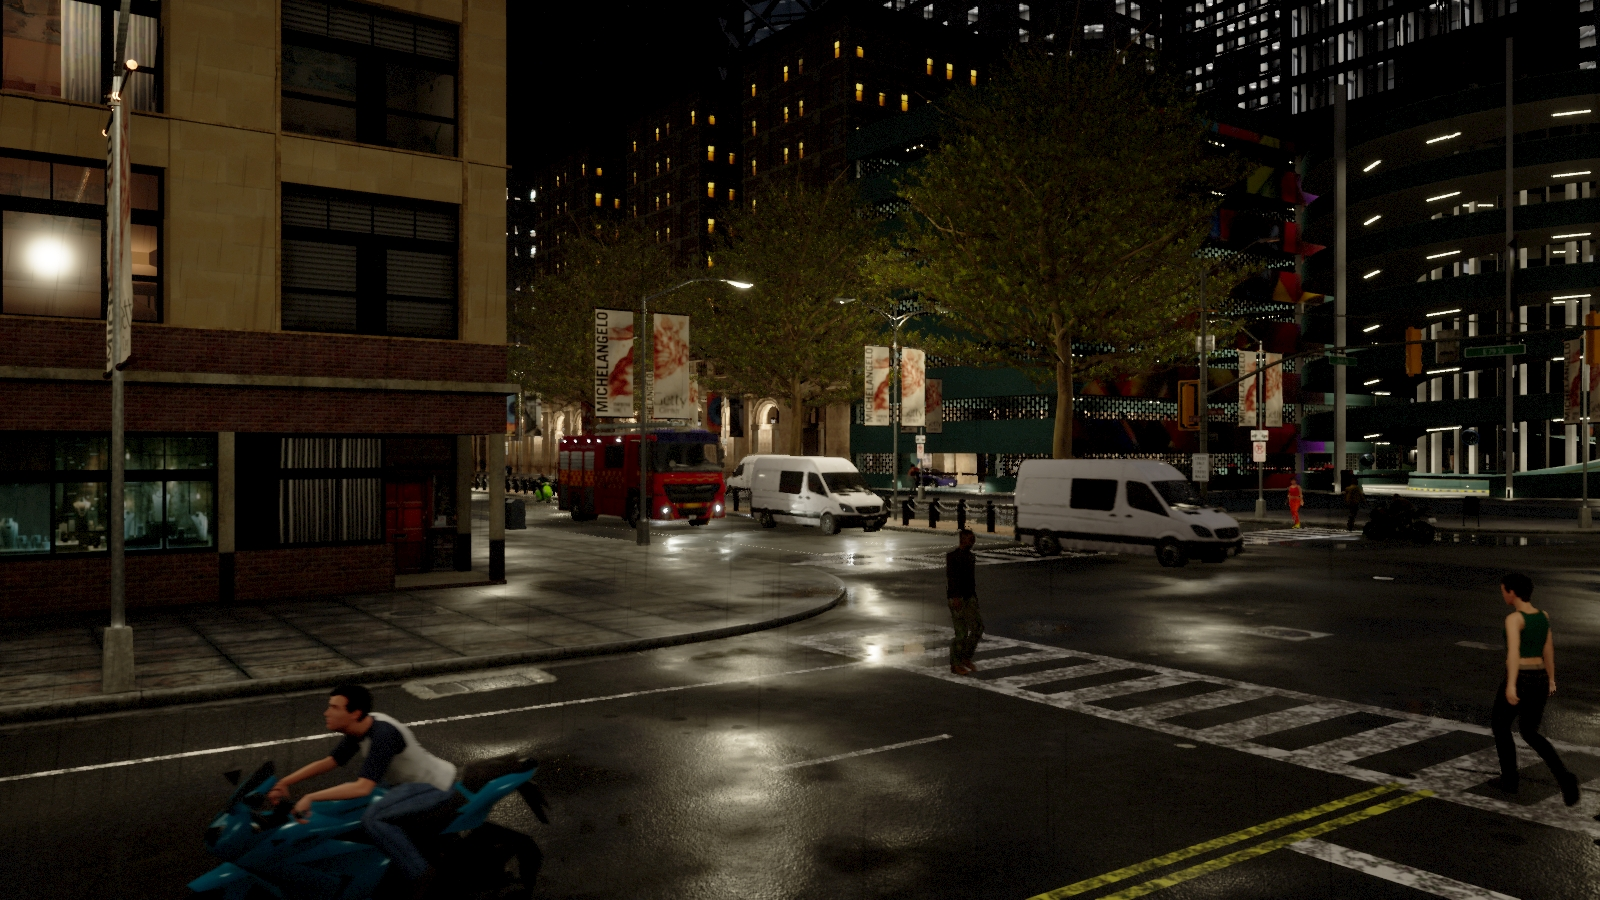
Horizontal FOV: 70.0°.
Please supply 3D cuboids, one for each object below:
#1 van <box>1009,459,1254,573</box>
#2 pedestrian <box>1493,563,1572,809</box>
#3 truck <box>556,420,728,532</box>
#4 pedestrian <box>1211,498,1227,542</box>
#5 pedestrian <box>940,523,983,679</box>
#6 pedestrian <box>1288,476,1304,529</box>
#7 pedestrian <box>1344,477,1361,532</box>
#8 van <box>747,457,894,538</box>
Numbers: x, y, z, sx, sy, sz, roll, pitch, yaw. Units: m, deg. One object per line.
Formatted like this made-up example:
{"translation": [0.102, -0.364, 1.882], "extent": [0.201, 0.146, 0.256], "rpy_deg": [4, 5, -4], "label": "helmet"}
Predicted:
{"translation": [8.266, 1.535, 29.107], "extent": [1.988, 2.561, 5.915], "rpy_deg": [0, 0, -39], "label": "van"}
{"translation": [5.818, 1.849, 9.078], "extent": [0.375, 1.860, 0.375], "rpy_deg": [0, 0, -17], "label": "pedestrian"}
{"translation": [-6.170, 0.890, 43.174], "extent": [2.891, 3.827, 8.468], "rpy_deg": [0, 0, -35], "label": "truck"}
{"translation": [12.770, 2.128, 34.833], "extent": [0.375, 1.300, 0.375], "rpy_deg": [0, 0, 39], "label": "pedestrian"}
{"translation": [2.001, 1.849, 14.128], "extent": [0.375, 1.860, 0.375], "rpy_deg": [0, 0, -42], "label": "pedestrian"}
{"translation": [17.496, 1.848, 40.270], "extent": [0.375, 1.860, 0.375], "rpy_deg": [0, 0, -36], "label": "pedestrian"}
{"translation": [18.889, 1.848, 39.032], "extent": [0.375, 1.860, 0.375], "rpy_deg": [0, 0, -26], "label": "pedestrian"}
{"translation": [0.599, 1.535, 39.647], "extent": [1.988, 2.561, 5.915], "rpy_deg": [0, 0, -35], "label": "van"}
